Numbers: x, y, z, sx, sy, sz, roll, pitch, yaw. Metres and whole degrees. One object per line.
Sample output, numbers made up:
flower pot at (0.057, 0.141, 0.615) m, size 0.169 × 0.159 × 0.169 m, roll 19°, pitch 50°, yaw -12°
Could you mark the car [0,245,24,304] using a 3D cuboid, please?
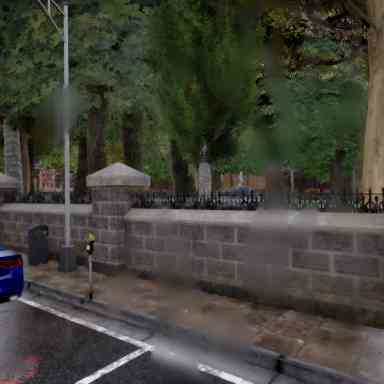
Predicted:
car at (-5.489, 1.481, 6.963) m, size 5.008 × 1.535 × 1.882 m, roll 0°, pitch 0°, yaw 36°
